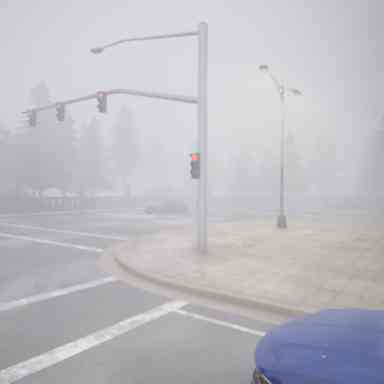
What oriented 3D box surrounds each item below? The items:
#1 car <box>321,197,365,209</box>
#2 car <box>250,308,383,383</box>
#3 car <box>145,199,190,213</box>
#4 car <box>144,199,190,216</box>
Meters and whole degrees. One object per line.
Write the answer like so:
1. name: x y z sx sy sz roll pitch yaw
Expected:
1. car: 19.287 1.486 43.073 4.718 1.301 1.895 0 0 -12
2. car: 2.779 1.486 1.980 5.008 1.535 1.882 0 0 36
3. car: -2.550 1.399 35.392 4.718 1.301 1.895 0 0 -43
4. car: -2.333 1.382 30.390 1.994 1.385 4.181 0 0 42
